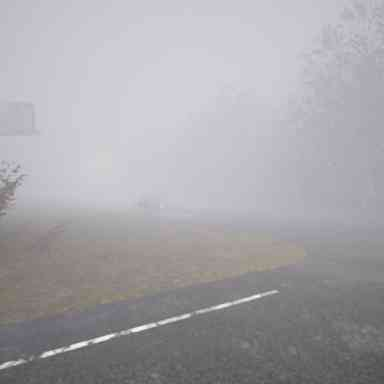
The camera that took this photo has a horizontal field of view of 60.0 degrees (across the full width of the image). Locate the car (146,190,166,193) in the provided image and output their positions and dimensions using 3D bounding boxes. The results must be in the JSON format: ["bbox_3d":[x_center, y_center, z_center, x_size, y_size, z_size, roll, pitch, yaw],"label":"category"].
[{"bbox_3d":[-5.538,0.759,47.819,2.150,2.045,5.566,-1,1,-34],"label":"car"}]

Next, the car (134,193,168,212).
[{"bbox_3d":[-4.173,1.170,33.357,2.128,1.511,4.902,-1,1,-34],"label":"car"}]
